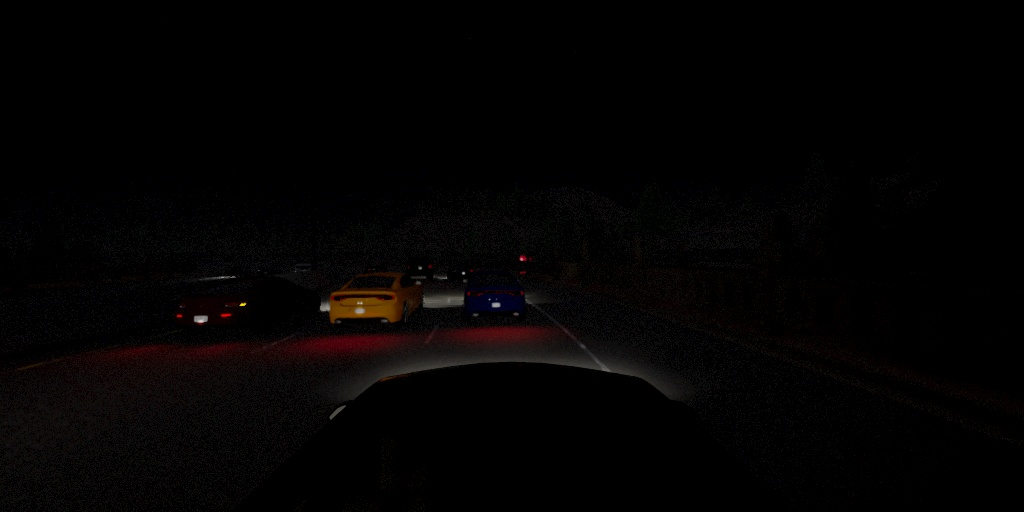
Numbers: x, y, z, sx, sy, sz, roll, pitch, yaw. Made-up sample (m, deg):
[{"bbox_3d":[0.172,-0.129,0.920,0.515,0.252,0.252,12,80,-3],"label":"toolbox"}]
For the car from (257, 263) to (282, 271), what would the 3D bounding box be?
[{"bbox_3d":[-26.442,1.513,39.178,1.812,1.442,4.674,0,0,-26],"label":"car"}]

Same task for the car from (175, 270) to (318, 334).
[{"bbox_3d":[-7.532,1.315,10.740,1.812,1.442,4.674,0,0,-5],"label":"car"}]

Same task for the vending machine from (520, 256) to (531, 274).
[{"bbox_3d":[1.452,0.963,38.694,1.100,2.100,0.880,0,0,-19],"label":"vending machine"}]

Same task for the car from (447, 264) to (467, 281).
[{"bbox_3d":[-4.513,1.362,31.193,1.994,1.385,4.181,0,0,-17],"label":"car"}]

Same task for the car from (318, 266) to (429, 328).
[{"bbox_3d":[-4.096,1.250,11.590,1.882,1.535,5.008,0,0,-5],"label":"car"}]

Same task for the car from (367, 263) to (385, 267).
[{"bbox_3d":[-12.012,1.342,31.839,2.128,1.511,4.902,0,0,-18],"label":"car"}]

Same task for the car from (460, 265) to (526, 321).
[{"bbox_3d":[-0.694,1.234,12.570,1.882,1.535,5.008,0,0,-6],"label":"car"}]

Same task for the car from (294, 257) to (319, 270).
[{"bbox_3d":[-23.318,1.184,40.810,2.150,2.045,5.566,0,0,-26],"label":"car"}]

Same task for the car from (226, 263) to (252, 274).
[{"bbox_3d":[-31.635,1.573,41.678,1.812,1.442,4.674,0,0,-29],"label":"car"}]

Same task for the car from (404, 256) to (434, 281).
[{"bbox_3d":[-7.999,1.042,30.817,2.150,2.045,5.566,0,0,-17],"label":"car"}]
